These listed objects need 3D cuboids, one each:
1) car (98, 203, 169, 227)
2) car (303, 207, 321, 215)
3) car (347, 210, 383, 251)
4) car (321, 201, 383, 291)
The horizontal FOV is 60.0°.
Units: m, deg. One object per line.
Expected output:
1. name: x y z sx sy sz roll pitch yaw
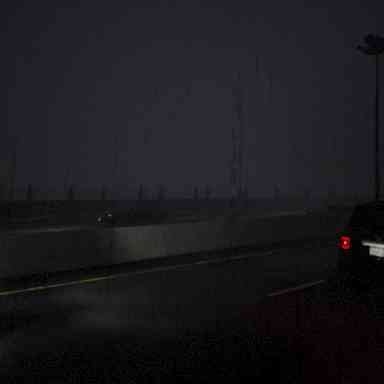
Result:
1. car: -3.907 1.488 22.700 4.902 1.511 2.128 0 0 -35
2. car: 10.100 1.602 24.086 4.718 1.301 1.895 0 0 -35
3. car: 9.253 1.545 14.646 5.357 1.411 2.033 0 0 -35
4. car: 5.675 1.217 7.795 5.566 2.045 2.150 0 0 -35
